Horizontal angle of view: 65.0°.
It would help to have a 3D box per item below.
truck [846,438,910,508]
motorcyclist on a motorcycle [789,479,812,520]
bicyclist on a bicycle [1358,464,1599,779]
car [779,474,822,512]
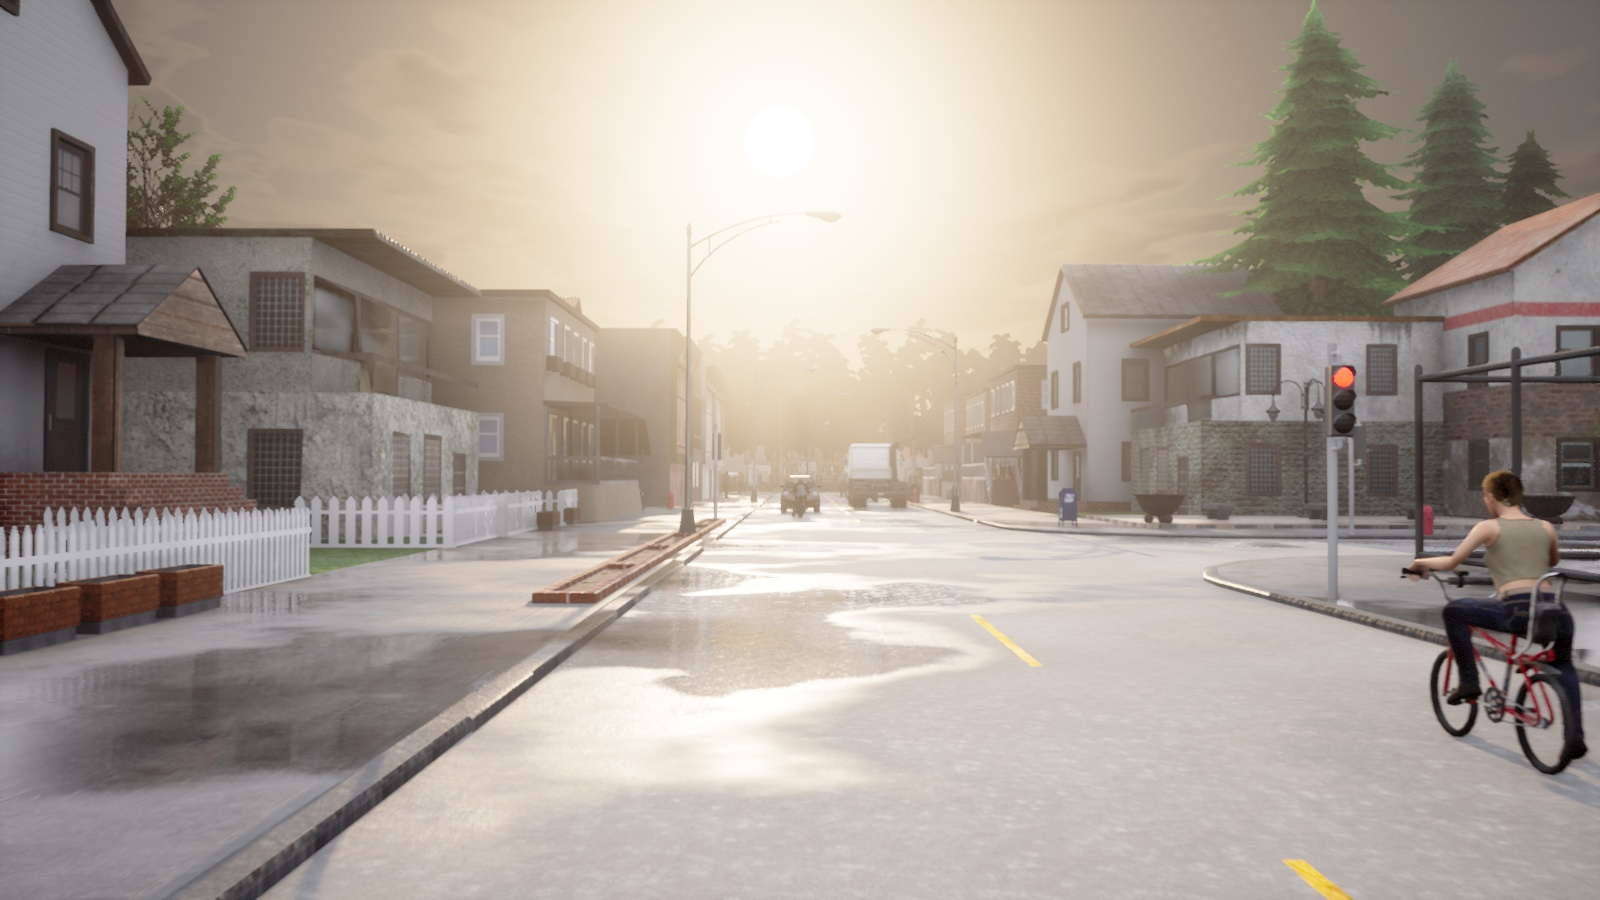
[{"bbox_3d":[4.031,1.241,66.791,2.891,3.462,7.936,0,-1,0],"label":"truck"},{"bbox_3d":[0.029,1.886,48.492,0.866,1.530,2.191,0,-1,0],"label":"motorcyclist on a motorcycle"},{"bbox_3d":[3.972,0.896,7.204,0.866,1.612,1.509,0,-1,1],"label":"bicyclist on a bicycle"},{"bbox_3d":[0.029,1.906,55.890,1.851,1.617,3.988,0,-1,0],"label":"car"}]
